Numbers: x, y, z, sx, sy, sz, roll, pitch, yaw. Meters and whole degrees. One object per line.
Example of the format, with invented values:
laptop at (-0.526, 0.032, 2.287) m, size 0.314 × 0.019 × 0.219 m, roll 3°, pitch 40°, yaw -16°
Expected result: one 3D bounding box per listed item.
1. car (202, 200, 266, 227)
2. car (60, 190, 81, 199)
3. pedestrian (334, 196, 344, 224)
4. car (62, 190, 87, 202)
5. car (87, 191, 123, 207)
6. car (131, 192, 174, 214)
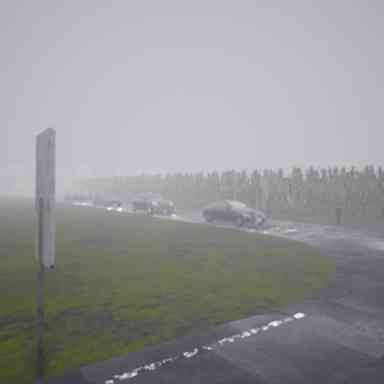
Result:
car at (2.457, 1.250, 20.511) m, size 1.812 × 1.442 × 4.674 m, roll 1°, pitch 1°, yaw -34°
car at (-21.542, 0.450, 58.859) m, size 2.128 × 1.511 × 4.902 m, roll 1°, pitch 1°, yaw -36°
pedestrian at (9.341, 1.121, 21.243) m, size 0.375 × 1.860 × 0.375 m, roll 2°, pitch -1°, yaw -36°
car at (-16.740, 0.747, 47.292) m, size 1.895 × 1.301 × 4.718 m, roll 1°, pitch 1°, yaw -35°
car at (-9.662, 0.905, 37.380) m, size 2.033 × 1.411 × 5.357 m, roll 1°, pitch 1°, yaw -36°
car at (-3.451, 0.896, 28.763) m, size 2.097 × 1.767 × 4.553 m, roll 1°, pitch 1°, yaw -36°
